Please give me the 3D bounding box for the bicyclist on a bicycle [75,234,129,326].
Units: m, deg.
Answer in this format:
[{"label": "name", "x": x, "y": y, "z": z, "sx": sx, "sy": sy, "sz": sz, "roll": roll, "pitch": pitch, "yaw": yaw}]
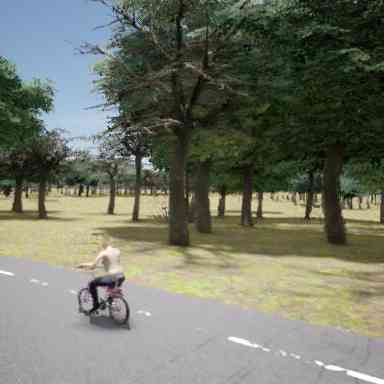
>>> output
[{"label": "bicyclist on a bicycle", "x": -1.698, "y": 1.609, "z": 6.298, "sx": 1.509, "sy": 1.612, "sz": 0.866, "roll": -1, "pitch": -2, "yaw": 37}]
